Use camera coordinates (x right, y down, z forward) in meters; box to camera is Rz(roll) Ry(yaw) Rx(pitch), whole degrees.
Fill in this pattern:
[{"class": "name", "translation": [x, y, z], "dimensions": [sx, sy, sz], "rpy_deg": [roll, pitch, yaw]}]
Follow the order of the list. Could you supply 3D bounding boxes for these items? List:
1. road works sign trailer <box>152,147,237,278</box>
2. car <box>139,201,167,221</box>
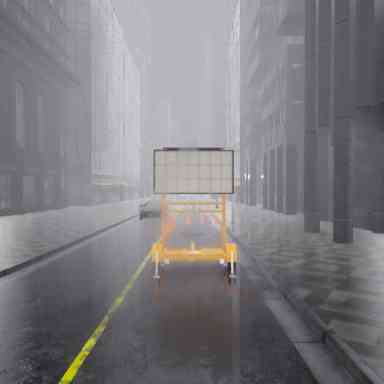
[{"class": "road works sign trailer", "translation": [0.047, 0.460, 10.120], "dimensions": [2.380, 3.560, 2.880], "rpy_deg": [0, 0, -1]}, {"class": "car", "translation": [-3.109, 1.459, 27.285], "dimensions": [1.882, 1.535, 5.008], "rpy_deg": [0, 0, 0]}]
